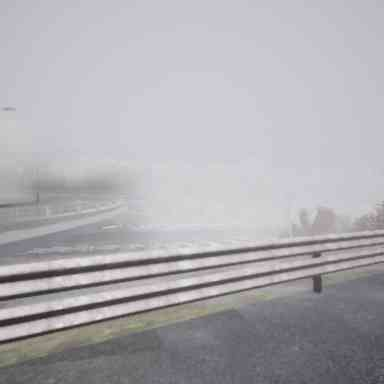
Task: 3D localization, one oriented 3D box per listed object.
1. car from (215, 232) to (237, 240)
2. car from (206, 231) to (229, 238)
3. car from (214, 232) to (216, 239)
[{"bbox_3d":[7.850,9.536,69.642,4.553,1.767,2.097,0,0,-17],"label":"car"},{"bbox_3d":[5.853,9.780,76.351,4.718,1.301,1.895,0,0,-17],"label":"car"},{"bbox_3d":[6.823,9.538,72.988,4.553,1.767,2.097,0,0,-17],"label":"car"}]
